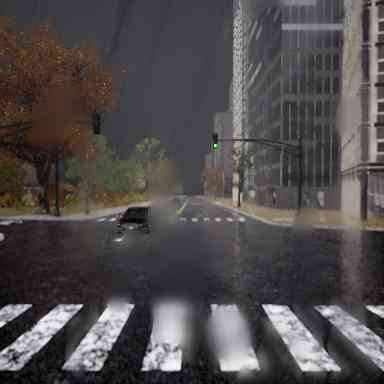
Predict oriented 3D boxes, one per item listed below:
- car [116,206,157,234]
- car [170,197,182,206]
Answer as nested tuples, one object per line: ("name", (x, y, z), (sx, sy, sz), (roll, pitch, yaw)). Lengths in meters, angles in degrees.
("car", (-3.239, 1.635, 20.126), (1.837, 1.490, 4.892), (0, 1, 0))
("car", (-3.222, 1.844, 67.635), (2.097, 1.767, 4.553), (0, -1, 0))
